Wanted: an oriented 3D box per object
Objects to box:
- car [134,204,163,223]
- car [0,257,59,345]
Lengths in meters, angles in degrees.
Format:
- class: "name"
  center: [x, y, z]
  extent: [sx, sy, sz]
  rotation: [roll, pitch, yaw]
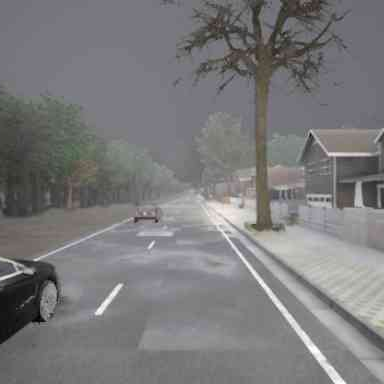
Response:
- class: "car"
  center: [-3.397, 1.623, 26.489]
  extent: [2.033, 1.411, 5.357]
  rotation: [0, 0, 0]
- class: "car"
  center: [-3.400, 1.507, 4.330]
  extent: [2.128, 1.511, 4.902]
  rotation: [0, 0, 0]
